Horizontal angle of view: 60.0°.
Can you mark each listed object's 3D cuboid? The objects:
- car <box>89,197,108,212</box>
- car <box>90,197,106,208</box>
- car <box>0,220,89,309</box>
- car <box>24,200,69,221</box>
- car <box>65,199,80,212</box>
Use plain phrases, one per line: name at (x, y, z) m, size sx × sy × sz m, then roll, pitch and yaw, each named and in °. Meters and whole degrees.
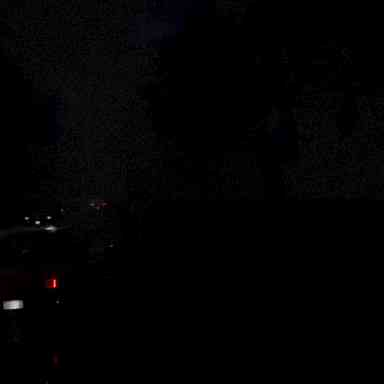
car at (-10.604, 1.463, 37.727) m, size 1.812 × 1.442 × 4.674 m, roll -1°, pitch 0°, yaw -14°
car at (-13.515, 1.451, 47.644) m, size 2.033 × 1.411 × 5.357 m, roll -1°, pitch 0°, yaw -18°
car at (-3.479, 1.596, 7.728) m, size 1.895 × 1.301 × 4.718 m, roll -1°, pitch 0°, yaw -13°
car at (-10.370, 1.561, 23.641) m, size 2.033 × 1.411 × 5.357 m, roll -1°, pitch 0°, yaw -13°
car at (-13.788, 1.497, 37.695) m, size 1.812 × 1.442 × 4.674 m, roll -1°, pitch 0°, yaw -15°
